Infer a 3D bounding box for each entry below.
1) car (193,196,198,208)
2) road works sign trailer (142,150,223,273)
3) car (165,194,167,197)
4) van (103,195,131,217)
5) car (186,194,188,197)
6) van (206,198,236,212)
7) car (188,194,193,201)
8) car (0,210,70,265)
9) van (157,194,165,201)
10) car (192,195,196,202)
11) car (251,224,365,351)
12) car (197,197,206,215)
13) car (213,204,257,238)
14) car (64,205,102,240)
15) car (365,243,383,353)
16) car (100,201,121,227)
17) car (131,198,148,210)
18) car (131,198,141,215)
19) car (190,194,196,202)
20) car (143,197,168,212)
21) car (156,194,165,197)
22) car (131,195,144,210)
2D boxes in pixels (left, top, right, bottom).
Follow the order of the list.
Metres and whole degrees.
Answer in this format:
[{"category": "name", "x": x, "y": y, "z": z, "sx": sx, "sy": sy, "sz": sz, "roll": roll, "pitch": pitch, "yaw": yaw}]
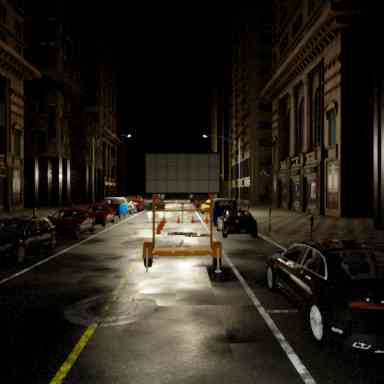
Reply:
[{"category": "car", "x": 1.454, "y": 1.591, "z": 45.465, "sx": 1.802, "sy": 1.307, "sz": 4.206, "roll": 0, "pitch": 0, "yaw": -2}, {"category": "road works sign trailer", "x": -0.301, "y": 0.464, "z": 10.672, "sx": 2.380, "sy": 3.560, "sz": 2.880, "roll": 0, "pitch": 0, "yaw": -2}, {"category": "car", "x": -8.208, "y": 1.604, "z": 84.517, "sx": 1.947, "sy": 1.339, "sz": 4.313, "roll": 0, "pitch": 0, "yaw": -2}, {"category": "van", "x": -6.578, "y": 1.345, "z": 28.357, "sx": 1.690, "sy": 1.788, "sz": 3.998, "roll": 0, "pitch": 0, "yaw": -2}, {"category": "car", "x": 0.151, "y": 1.358, "z": 90.396, "sx": 2.192, "sy": 1.841, "sz": 5.009, "roll": 0, "pitch": 0, "yaw": -2}, {"category": "van", "x": 2.106, "y": 1.344, "z": 22.999, "sx": 1.690, "sy": 1.788, "sz": 3.998, "roll": 0, "pitch": 0, "yaw": -2}, {"category": "car", "x": 0.802, "y": 1.589, "z": 67.931, "sx": 1.947, "sy": 1.339, "sz": 4.313, "roll": 0, "pitch": 0, "yaw": -2}, {"category": "car", "x": -6.090, "y": 1.551, "z": 11.515, "sx": 2.008, "sy": 1.369, "sz": 4.403, "roll": 0, "pitch": 0, "yaw": -2}, {"category": "van", "x": -8.370, "y": 1.384, "z": 90.133, "sx": 1.690, "sy": 1.788, "sz": 3.998, "roll": 0, "pitch": 0, "yaw": -2}, {"category": "car", "x": 1.291, "y": 1.593, "z": 51.081, "sx": 1.802, "sy": 1.307, "sz": 4.206, "roll": 0, "pitch": 0, "yaw": -2}, {"category": "car", "x": 2.594, "y": 1.551, "z": 6.150, "sx": 2.008, "sy": 1.369, "sz": 4.403, "roll": 0, "pitch": 0, "yaw": -2}, {"category": "car", "x": 1.775, "y": 1.532, "z": 34.402, "sx": 1.752, "sy": 1.417, "sz": 4.829, "roll": 0, "pitch": 0, "yaw": -2}, {"category": "car", "x": 2.268, "y": 1.552, "z": 17.383, "sx": 2.008, "sy": 1.369, "sz": 4.403, "roll": 0, "pitch": 0, "yaw": -2}, {"category": "car", "x": -6.253, "y": 1.546, "z": 17.125, "sx": 1.887, "sy": 1.381, "sz": 4.507, "roll": 0, "pitch": 0, "yaw": -2}, {"category": "car", "x": 2.757, "y": 1.315, "z": 0.534, "sx": 2.192, "sy": 1.841, "sz": 5.009, "roll": 0, "pitch": 0, "yaw": -2}, {"category": "car", "x": -6.416, "y": 1.547, "z": 22.741, "sx": 1.887, "sy": 1.381, "sz": 4.507, "roll": 0, "pitch": 0, "yaw": -2}, {"category": "car", "x": -7.062, "y": 1.535, "z": 45.035, "sx": 1.752, "sy": 1.417, "sz": 4.829, "roll": 0, "pitch": 0, "yaw": -2}, {"category": "car", "x": -6.741, "y": 1.557, "z": 33.973, "sx": 2.008, "sy": 1.369, "sz": 4.403, "roll": 0, "pitch": 0, "yaw": -2}, {"category": "car", "x": 1.123, "y": 1.540, "z": 56.868, "sx": 1.752, "sy": 1.417, "sz": 4.829, "roll": 0, "pitch": 0, "yaw": -2}, {"category": "car", "x": -4.220, "y": 1.571, "z": 39.257, "sx": 1.994, "sy": 1.385, "sz": 4.181, "roll": 0, "pitch": 0, "yaw": -2}, {"category": "car", "x": -8.045, "y": 1.615, "z": 78.901, "sx": 1.802, "sy": 1.307, "sz": 4.206, "roll": 0, "pitch": 0, "yaw": -2}, {"category": "car", "x": -6.904, "y": 1.323, "z": 39.589, "sx": 2.192, "sy": 1.841, "sz": 5.009, "roll": 0, "pitch": 0, "yaw": -2}]
